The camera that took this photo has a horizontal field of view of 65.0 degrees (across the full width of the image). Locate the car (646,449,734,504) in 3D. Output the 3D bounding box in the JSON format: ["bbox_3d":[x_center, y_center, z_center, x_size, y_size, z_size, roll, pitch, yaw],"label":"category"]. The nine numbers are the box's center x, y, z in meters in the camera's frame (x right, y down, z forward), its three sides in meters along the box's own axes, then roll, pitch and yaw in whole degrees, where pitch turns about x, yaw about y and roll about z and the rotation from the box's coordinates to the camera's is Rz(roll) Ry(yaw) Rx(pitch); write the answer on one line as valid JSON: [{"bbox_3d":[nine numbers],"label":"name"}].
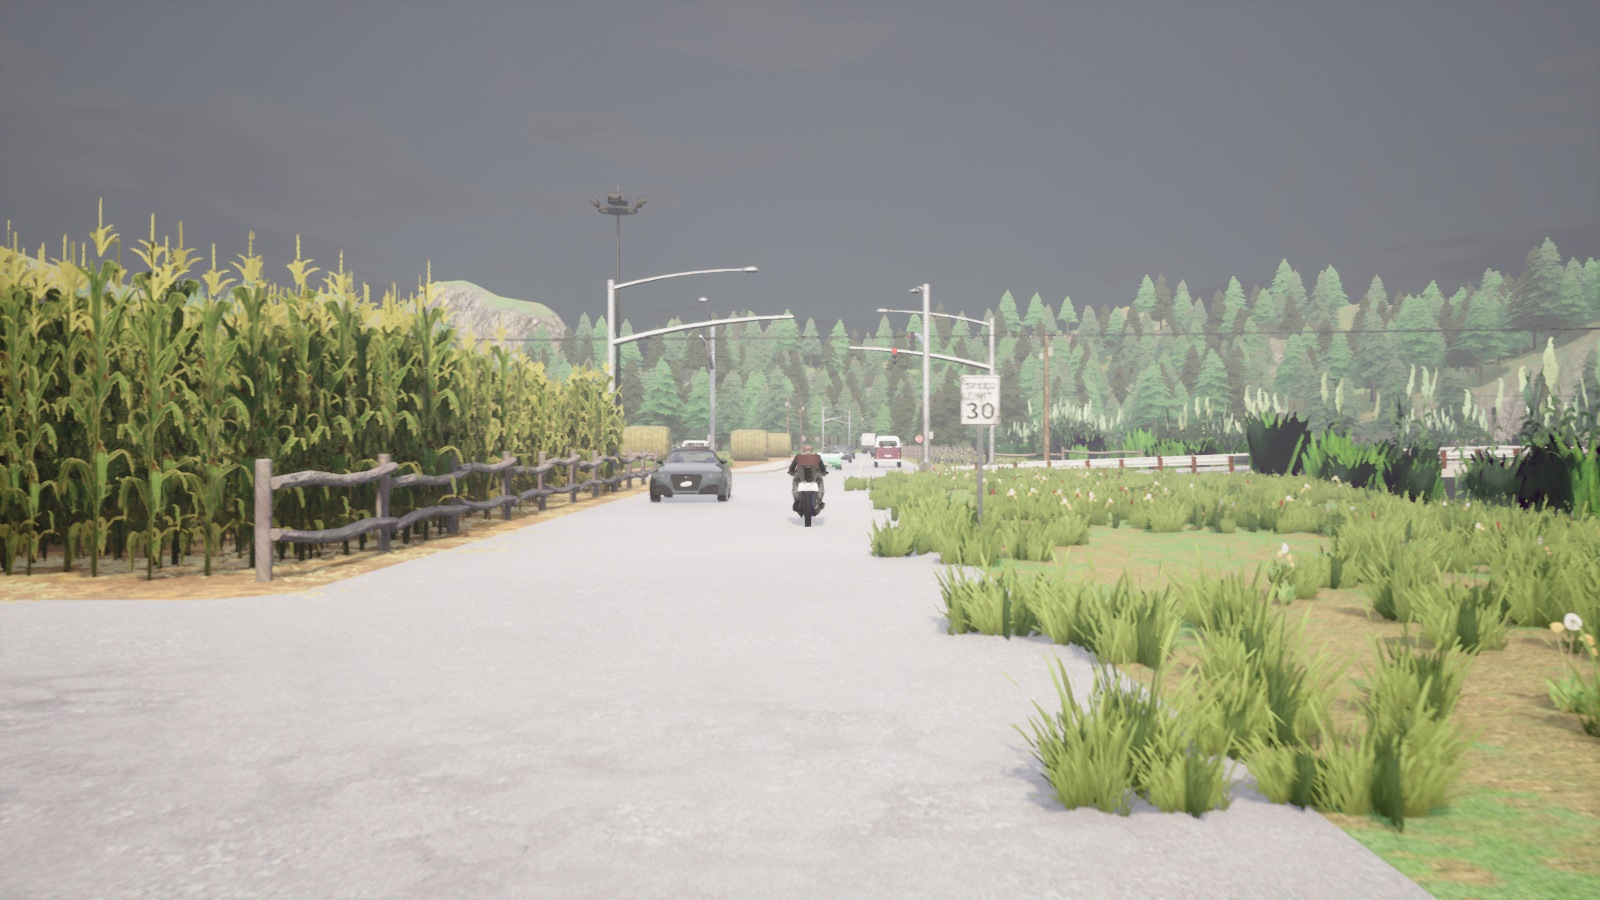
[{"bbox_3d":[-2.889,0.671,33.791,1.994,1.385,4.181,0,0,0],"label":"car"}]

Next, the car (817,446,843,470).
[{"bbox_3d":[1.791,0.470,73.793,1.481,1.376,2.207,0,0,3],"label":"car"}]

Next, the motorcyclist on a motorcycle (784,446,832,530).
[{"bbox_3d":[0.155,0.685,23.905,0.866,1.530,2.191,0,0,0],"label":"motorcyclist on a motorcycle"}]

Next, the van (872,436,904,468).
[{"bbox_3d":[5.776,0.105,82.701,2.069,2.038,4.480,0,0,3],"label":"van"}]
